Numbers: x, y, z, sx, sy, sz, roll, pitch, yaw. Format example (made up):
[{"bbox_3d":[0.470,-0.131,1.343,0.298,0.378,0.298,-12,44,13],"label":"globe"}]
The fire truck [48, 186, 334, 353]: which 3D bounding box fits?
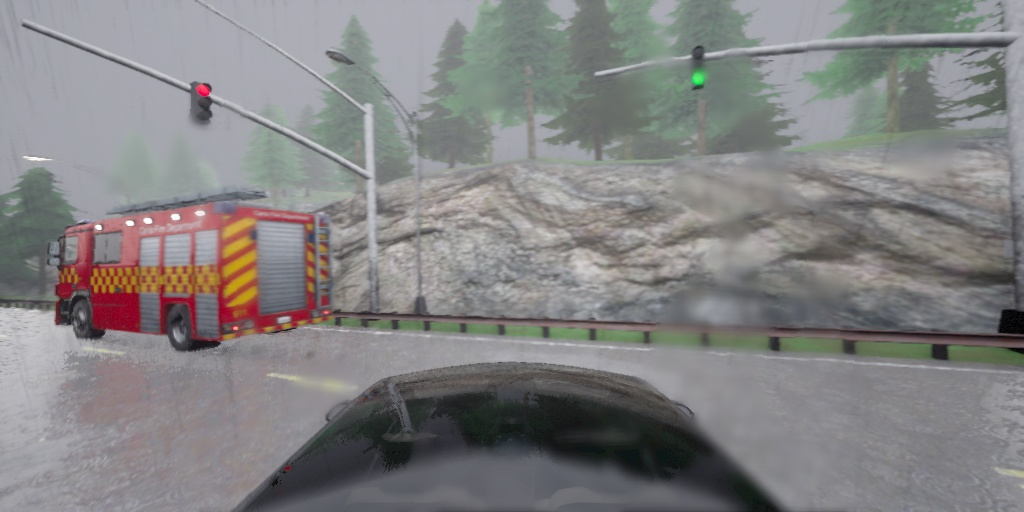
[{"bbox_3d":[-9.395,0.419,10.465,8.468,3.827,2.891,-2,-1,23],"label":"fire truck"}]
